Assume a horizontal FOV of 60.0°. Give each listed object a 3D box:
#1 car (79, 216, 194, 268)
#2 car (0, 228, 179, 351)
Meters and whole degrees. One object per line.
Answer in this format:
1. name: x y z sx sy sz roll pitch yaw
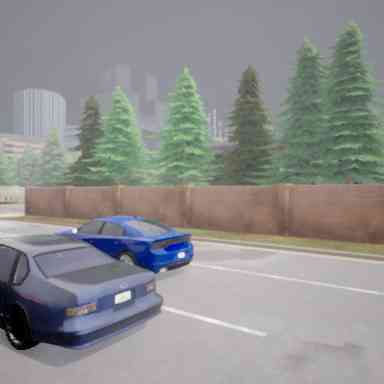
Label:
1. car: -2.288 1.444 9.914 5.008 1.535 1.882 0 0 35
2. car: -3.029 1.520 6.140 5.357 1.411 2.033 0 0 35
